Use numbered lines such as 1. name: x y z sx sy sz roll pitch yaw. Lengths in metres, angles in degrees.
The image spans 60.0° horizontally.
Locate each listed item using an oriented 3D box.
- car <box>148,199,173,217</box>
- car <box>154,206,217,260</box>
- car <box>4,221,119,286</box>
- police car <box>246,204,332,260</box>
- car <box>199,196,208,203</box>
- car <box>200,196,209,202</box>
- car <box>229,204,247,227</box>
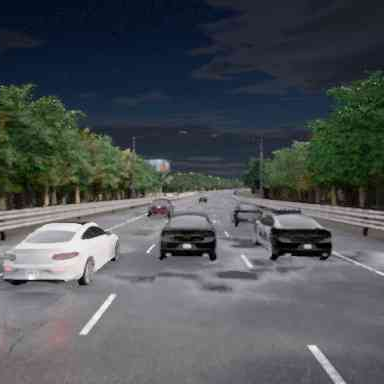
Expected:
1. car: -2.947 1.439 32.576 2.097 1.767 4.553 0 0 2
2. car: -0.082 1.514 12.703 1.882 1.535 5.008 0 0 2
3. car: -3.364 1.549 9.342 1.812 1.442 4.674 0 0 1
4. police car: 3.572 1.466 12.769 1.930 1.638 5.238 0 0 1
5. car: 2.589 1.726 78.461 1.837 1.490 4.892 0 0 4
6. car: 3.353 1.799 89.401 2.033 1.411 5.357 0 0 4
7. car: 3.741 1.564 23.583 2.128 1.511 4.902 0 0 1
